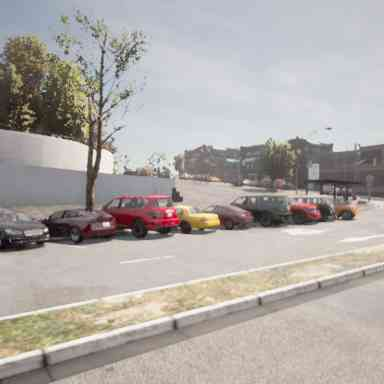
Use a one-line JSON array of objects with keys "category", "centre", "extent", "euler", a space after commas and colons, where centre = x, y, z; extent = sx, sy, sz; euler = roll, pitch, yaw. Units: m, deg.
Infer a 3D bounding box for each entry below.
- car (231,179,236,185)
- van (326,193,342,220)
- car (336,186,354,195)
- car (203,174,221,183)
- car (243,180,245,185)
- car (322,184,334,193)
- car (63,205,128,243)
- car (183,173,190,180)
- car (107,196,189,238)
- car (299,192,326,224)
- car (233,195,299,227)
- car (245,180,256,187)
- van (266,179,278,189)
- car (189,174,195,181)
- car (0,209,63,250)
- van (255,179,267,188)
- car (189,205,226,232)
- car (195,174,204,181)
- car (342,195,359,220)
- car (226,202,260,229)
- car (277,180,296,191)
[{"category": "car", "centre": [10.906, -2.359, 78.904], "extent": [2.002, 1.452, 4.674], "euler": [7, 3, 35]}, {"category": "van", "centre": [9.115, 1.279, 26.458], "extent": [4.442, 1.987, 1.878], "euler": [-1, -1, 35]}, {"category": "car", "centre": [26.432, 0.094, 56.690], "extent": [2.002, 1.452, 4.674], "euler": [7, 3, 35]}, {"category": "car", "centre": [5.805, -3.218, 86.417], "extent": [1.946, 1.575, 5.366], "euler": [7, 3, 34]}, {"category": "car", "centre": [12.647, -2.085, 76.441], "extent": [2.002, 1.452, 4.674], "euler": [7, 4, 35]}, {"category": "car", "centre": [24.742, -0.468, 59.164], "extent": [2.435, 2.045, 5.566], "euler": [7, 3, 35]}, {"category": "car", "centre": [-5.742, 1.521, 16.135], "extent": [4.792, 1.488, 2.163], "euler": [-1, -1, 35]}, {"category": "car", "centre": [0.433, -4.127, 93.616], "extent": [2.185, 1.767, 4.553], "euler": [4, 1, 33]}, {"category": "car", "centre": [-3.296, 1.242, 17.879], "extent": [5.566, 2.045, 2.435], "euler": [-1, -1, 35]}, {"category": "car", "centre": [6.575, 1.252, 24.790], "extent": [5.566, 2.045, 2.435], "euler": [-1, -1, 35]}, {"category": "car", "centre": [4.061, 1.250, 23.087], "extent": [5.566, 2.045, 2.435], "euler": [-1, -1, 35]}, {"category": "car", "centre": [14.477, -1.854, 74.120], "extent": [1.946, 1.575, 5.366], "euler": [7, 3, 35]}, {"category": "van", "centre": [17.777, -1.533, 68.915], "extent": [1.878, 1.987, 4.442], "euler": [7, 4, 35]}, {"category": "car", "centre": [2.162, -3.892, 91.145], "extent": [2.185, 1.767, 4.553], "euler": [6, 3, 34]}, {"category": "car", "centre": [-8.163, 1.492, 14.390], "extent": [4.892, 1.521, 2.231], "euler": [-1, -1, 35]}, {"category": "van", "centre": [16.050, -1.806, 71.388], "extent": [1.878, 1.987, 4.442], "euler": [7, 4, 35]}, {"category": "car", "centre": [-0.975, 1.495, 19.705], "extent": [5.366, 1.575, 1.946], "euler": [-1, -1, 35]}, {"category": "car", "centre": [3.955, -3.741, 88.678], "extent": [2.435, 2.045, 5.566], "euler": [7, 4, 34]}, {"category": "car", "centre": [11.525, 1.384, 28.207], "extent": [4.553, 1.767, 2.185], "euler": [-1, -1, 35]}, {"category": "car", "centre": [1.632, 1.538, 21.331], "extent": [4.674, 1.452, 2.002], "euler": [-1, -1, 35]}, {"category": "car", "centre": [19.536, -1.034, 66.552], "extent": [2.231, 1.521, 4.892], "euler": [7, 3, 35]}]
